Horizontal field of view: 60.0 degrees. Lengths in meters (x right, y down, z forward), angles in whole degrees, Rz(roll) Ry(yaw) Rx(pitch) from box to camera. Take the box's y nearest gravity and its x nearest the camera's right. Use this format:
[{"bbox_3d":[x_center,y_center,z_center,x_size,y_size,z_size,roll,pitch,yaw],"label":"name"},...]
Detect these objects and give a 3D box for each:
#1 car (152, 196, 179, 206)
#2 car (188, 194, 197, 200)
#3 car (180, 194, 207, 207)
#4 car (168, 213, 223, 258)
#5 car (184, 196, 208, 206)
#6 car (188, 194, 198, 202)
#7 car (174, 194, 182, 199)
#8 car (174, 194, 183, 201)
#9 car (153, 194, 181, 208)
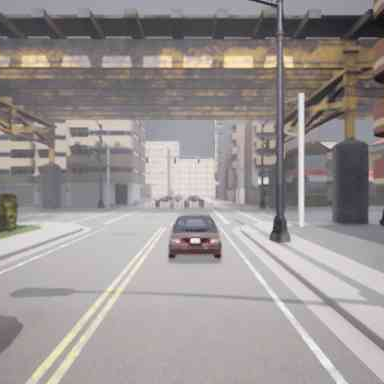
[{"bbox_3d":[-3.632,1.182,46.233,1.853,1.218,4.536,0,0,25],"label":"car"},{"bbox_3d":[0.132,1.118,72.527,1.853,1.218,4.536,0,0,0],"label":"car"},{"bbox_3d":[0.507,1.341,45.879,2.038,1.542,4.974,0,0,-20],"label":"car"},{"bbox_3d":[0.098,1.516,12.637,2.033,1.411,5.357,0,0,0],"label":"car"},{"bbox_3d":[0.488,1.183,45.927,1.853,1.218,4.536,0,0,-20],"label":"car"},{"bbox_3d":[0.133,1.276,72.475,2.038,1.542,4.974,0,0,0],"label":"car"},{"bbox_3d":[-3.301,1.098,81.048,1.853,1.218,4.536,0,0,0],"label":"car"},{"bbox_3d":[-3.300,1.256,80.997,2.038,1.542,4.974,0,0,0],"label":"car"},{"bbox_3d":[-3.654,1.340,46.186,2.038,1.542,4.974,0,0,25],"label":"car"}]
